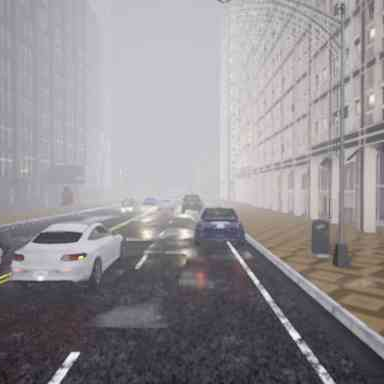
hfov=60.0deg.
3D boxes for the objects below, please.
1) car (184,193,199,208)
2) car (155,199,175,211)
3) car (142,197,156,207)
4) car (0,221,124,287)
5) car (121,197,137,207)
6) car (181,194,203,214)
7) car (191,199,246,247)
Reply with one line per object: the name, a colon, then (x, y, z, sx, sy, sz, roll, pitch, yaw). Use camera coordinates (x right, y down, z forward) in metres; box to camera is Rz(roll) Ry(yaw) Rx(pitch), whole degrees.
car: (0.001, 1.265, 51.079, 2.150, 2.045, 5.566, 0, 0, 0)
car: (-3.164, 1.561, 41.593, 1.812, 1.442, 4.674, 0, 0, 0)
car: (-6.571, 1.517, 52.135, 1.882, 1.535, 5.008, 0, 0, 0)
car: (-3.153, 1.536, 9.231, 1.812, 1.442, 4.674, 0, 0, 0)
car: (-9.821, 1.531, 52.270, 2.128, 1.511, 4.902, 0, 0, 0)
car: (0.006, 1.252, 35.865, 2.150, 2.045, 5.566, 0, 0, 0)
car: (1.131, 1.367, 15.358, 2.097, 1.767, 4.553, 0, 0, 0)
